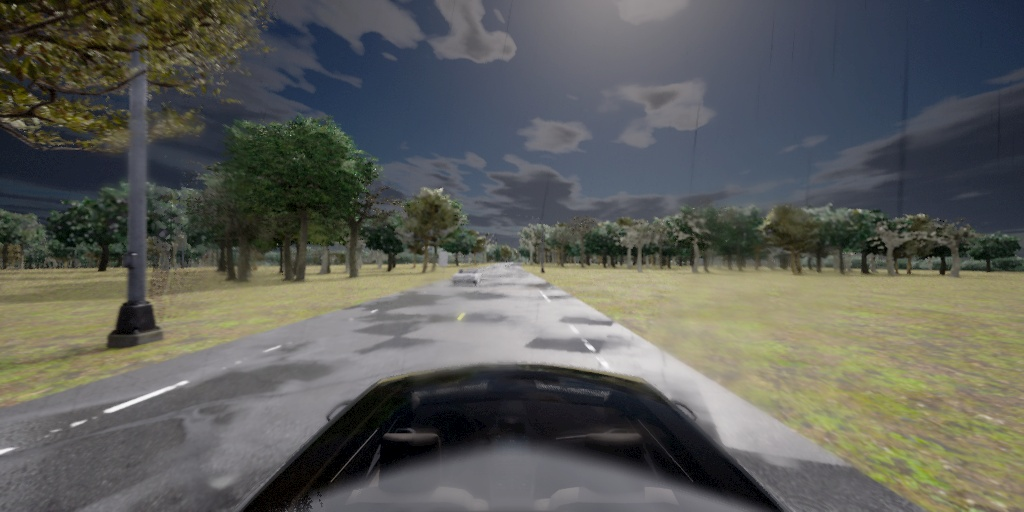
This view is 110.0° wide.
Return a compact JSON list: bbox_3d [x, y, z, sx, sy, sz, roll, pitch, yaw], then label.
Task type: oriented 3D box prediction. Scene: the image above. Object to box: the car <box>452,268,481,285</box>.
[{"bbox_3d":[-3.598,1.649,29.067,1.895,1.301,4.718,0,-1,0],"label":"car"}]
